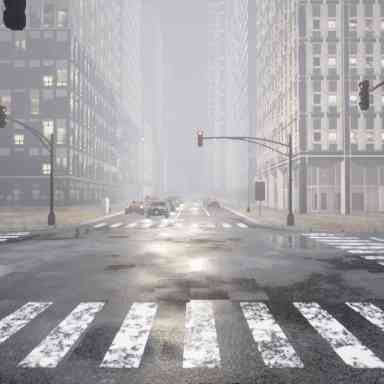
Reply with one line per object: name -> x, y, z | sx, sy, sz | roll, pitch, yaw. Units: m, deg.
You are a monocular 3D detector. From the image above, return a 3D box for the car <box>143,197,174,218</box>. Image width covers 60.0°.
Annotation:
car -> -2.985, 1.516, 30.302 | 1.837, 1.490, 4.892 | 0, 0, 0

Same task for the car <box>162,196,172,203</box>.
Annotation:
car -> -5.401, 1.573, 72.790 | 1.887, 1.381, 4.507 | 1, 0, 0

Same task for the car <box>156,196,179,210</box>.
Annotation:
car -> -2.949, 1.520, 39.751 | 1.837, 1.490, 4.892 | 0, 0, 0

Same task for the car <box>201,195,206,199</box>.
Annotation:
car -> 2.918, 1.547, 56.270 | 1.752, 1.417, 4.829 | 1, 0, 0

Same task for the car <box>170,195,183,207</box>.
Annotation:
car -> -2.905, 1.371, 49.826 | 2.097, 1.767, 4.553 | 0, 0, 0

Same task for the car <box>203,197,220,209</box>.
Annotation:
car -> 2.873, 1.599, 44.944 | 1.802, 1.307, 4.206 | 1, 0, 0

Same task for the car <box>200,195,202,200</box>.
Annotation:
car -> 2.937, 1.590, 61.677 | 1.947, 1.339, 4.313 | 1, 0, 0

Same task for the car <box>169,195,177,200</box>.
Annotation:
car -> -5.318, 1.605, 95.090 | 1.947, 1.339, 4.313 | 1, 0, 0

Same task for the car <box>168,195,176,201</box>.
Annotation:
car -> -5.338, 1.587, 89.515 | 2.008, 1.369, 4.403 | 1, 0, 0

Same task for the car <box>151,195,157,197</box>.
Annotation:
car -> -5.502, 1.332, 44.914 | 2.192, 1.841, 5.009 | 1, 0, 0

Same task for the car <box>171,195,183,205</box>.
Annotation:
car -> -2.790, 1.375, 62.167 | 2.097, 1.767, 4.553 | 0, 0, 1

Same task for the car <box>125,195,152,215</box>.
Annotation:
car -> -5.546, 1.453, 33.764 | 1.967, 1.590, 4.097 | 1, 0, 0

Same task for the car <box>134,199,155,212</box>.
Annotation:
car -> -5.528, 1.597, 39.339 | 1.802, 1.307, 4.206 | 1, 0, 0
